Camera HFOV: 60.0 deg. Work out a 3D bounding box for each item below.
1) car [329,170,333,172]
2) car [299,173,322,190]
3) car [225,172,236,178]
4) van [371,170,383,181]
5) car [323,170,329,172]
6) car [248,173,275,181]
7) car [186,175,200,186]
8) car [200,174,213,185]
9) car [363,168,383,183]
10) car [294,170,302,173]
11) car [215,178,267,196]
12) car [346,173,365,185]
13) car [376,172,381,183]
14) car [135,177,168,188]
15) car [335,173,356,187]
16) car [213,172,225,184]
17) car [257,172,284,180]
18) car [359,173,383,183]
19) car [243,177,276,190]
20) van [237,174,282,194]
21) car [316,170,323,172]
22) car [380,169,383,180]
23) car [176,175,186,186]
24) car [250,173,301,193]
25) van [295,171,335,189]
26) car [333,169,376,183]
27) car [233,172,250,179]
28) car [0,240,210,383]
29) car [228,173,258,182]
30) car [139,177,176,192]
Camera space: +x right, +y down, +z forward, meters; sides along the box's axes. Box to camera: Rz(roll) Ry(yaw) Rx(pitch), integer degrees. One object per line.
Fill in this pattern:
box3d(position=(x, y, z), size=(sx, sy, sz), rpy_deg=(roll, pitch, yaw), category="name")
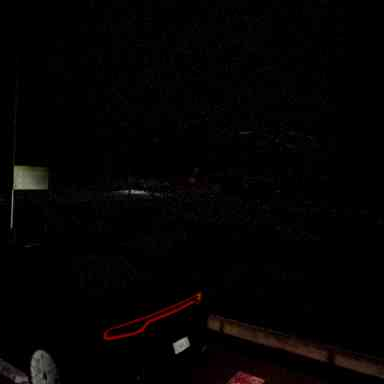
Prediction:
box3d(position=(32.419, -4.635, 82.829), size=(5.008, 1.535, 2.097), rpy_deg=(2, 6, 31), category="car")
box3d(position=(15.261, -1.262, 46.585), size=(4.553, 1.767, 2.185), rpy_deg=(4, 7, 32), category="car")
box3d(position=(5.115, -2.448, 60.673), size=(5.008, 1.535, 2.097), rpy_deg=(2, 5, 30), category="car")
box3d(position=(36.586, -3.043, 63.211), size=(4.442, 1.987, 1.878), rpy_deg=(4, 7, 31), category="van")
box3d(position=(30.154, -4.591, 80.966), size=(4.553, 1.767, 2.185), rpy_deg=(2, 6, 31), category="car")
box3d(position=(14.225, -3.162, 68.077), size=(4.792, 1.488, 2.163), rpy_deg=(2, 5, 31), category="car")
box3d(position=(-1.682, -2.008, 55.030), size=(4.553, 1.767, 2.185), rpy_deg=(2, 6, 30), category="car")
box3d(position=(0.543, -2.043, 56.945), size=(4.792, 1.488, 2.163), rpy_deg=(2, 6, 30), category="car")
box3d(position=(31.859, -2.695, 59.495), size=(5.566, 2.045, 2.435), rpy_deg=(4, 7, 31), category="car")
box3d(position=(21.024, -3.747, 73.625), size=(4.892, 1.521, 2.231), rpy_deg=(2, 6, 31), category="car")
box3d(position=(5.782, -0.397, 39.292), size=(5.008, 1.535, 2.097), rpy_deg=(4, 7, 32), category="car")
box3d(position=(24.795, -1.849, 53.920), size=(4.792, 1.488, 2.163), rpy_deg=(4, 7, 32), category="car")
box3d(position=(29.492, -2.256, 57.661), size=(4.892, 1.521, 2.231), rpy_deg=(4, 7, 31), category="car")
box3d(position=(-6.250, -1.469, 51.319), size=(4.674, 1.452, 2.002), rpy_deg=(2, 5, 30), category="car")
box3d(position=(22.409, -1.691, 52.074), size=(4.892, 1.521, 2.231), rpy_deg=(4, 7, 32), category="car")
box3d(position=(2.866, -2.383, 58.769), size=(4.553, 1.767, 2.185), rpy_deg=(2, 6, 30), category="car")
box3d(position=(16.468, -3.378, 69.946), size=(5.008, 1.535, 2.097), rpy_deg=(2, 5, 31), category="car")
box3d(position=(33.999, -2.650, 61.505), size=(5.366, 1.575, 1.946), rpy_deg=(4, 7, 31), category="car")
box3d(position=(9.685, -1.290, 48.192), size=(1.882, 1.535, 5.008), rpy_deg=(-4, 6, -27), category="car")
box3d(position=(8.260, -0.798, 41.026), size=(4.442, 1.987, 1.878), rpy_deg=(4, 7, 32), category="van")
box3d(position=(27.855, -4.256, 79.169), size=(4.674, 1.452, 2.002), rpy_deg=(2, 5, 31), category="car")
box3d(position=(41.162, -3.437, 67.008), size=(5.566, 2.045, 2.435), rpy_deg=(4, 7, 31), category="car")
box3d(position=(-3.951, -1.666, 53.177), size=(4.792, 1.488, 2.163), rpy_deg=(2, 5, 30), category="car")
box3d(position=(10.508, -1.017, 42.917), size=(5.566, 2.045, 2.435), rpy_deg=(4, 7, 32), category="car")
box3d(position=(17.763, -1.539, 48.326), size=(4.442, 1.987, 1.878), rpy_deg=(4, 7, 32), category="van")
box3d(position=(27.163, -2.317, 55.750), size=(5.566, 2.045, 2.435), rpy_deg=(4, 7, 31), category="car")
box3d(position=(10.008, -2.098, 56.788), size=(5.008, 1.535, 1.882), rpy_deg=(-4, 7, -34), category="car")
box3d(position=(-2.106, 1.474, 4.991), size=(5.008, 1.535, 1.882), rpy_deg=(0, 0, 36), category="car")
box3d(position=(9.820, -2.817, 64.290), size=(5.366, 1.575, 1.946), rpy_deg=(2, 5, 31), category="car")
box3d(position=(-5.002, -0.930, 45.727), size=(4.674, 1.442, 1.812), rpy_deg=(-5, 7, -39), category="car")
